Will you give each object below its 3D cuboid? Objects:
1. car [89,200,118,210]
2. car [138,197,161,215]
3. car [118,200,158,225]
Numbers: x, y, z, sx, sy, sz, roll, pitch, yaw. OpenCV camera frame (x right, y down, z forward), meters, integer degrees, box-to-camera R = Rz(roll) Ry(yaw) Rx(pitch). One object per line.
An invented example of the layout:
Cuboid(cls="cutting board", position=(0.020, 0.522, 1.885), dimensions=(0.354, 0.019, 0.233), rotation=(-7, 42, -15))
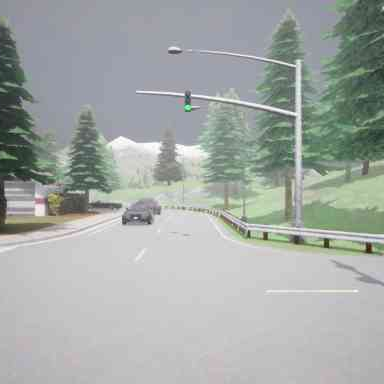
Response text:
Cuboid(cls="car", position=(-11.147, 1.608, 41.838), dimensions=(4.718, 1.301, 1.895), rotation=(0, 0, 14))
Cuboid(cls="car", position=(-4.618, 1.352, 34.062), dimensions=(2.097, 1.767, 4.553), rotation=(0, 0, -19))
Cuboid(cls="car", position=(-3.840, 1.564, 24.267), dimensions=(1.994, 1.385, 4.181), rotation=(0, 0, -2))
